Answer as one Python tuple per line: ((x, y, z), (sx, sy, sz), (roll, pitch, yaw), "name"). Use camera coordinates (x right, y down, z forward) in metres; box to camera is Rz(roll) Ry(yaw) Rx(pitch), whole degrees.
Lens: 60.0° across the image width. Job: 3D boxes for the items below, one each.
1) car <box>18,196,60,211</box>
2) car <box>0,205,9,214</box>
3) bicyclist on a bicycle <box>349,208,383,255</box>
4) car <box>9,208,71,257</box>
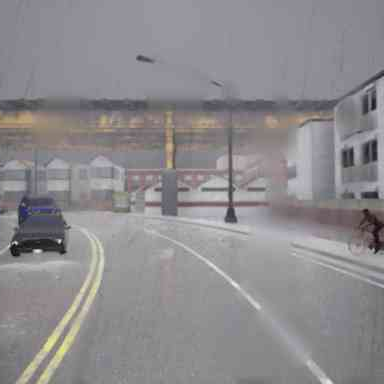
((-10.603, 1.309, 23.082), (2.150, 2.045, 5.566), (1, 0, -34), "car")
((-25.172, 2.107, 41.319), (5.357, 1.411, 2.033), (-2, -2, 27), "car")
((6.138, 1.377, 11.497), (1.656, 1.620, 0.582), (0, -1, -12), "bicyclist on a bicycle")
((-6.057, 1.608, 13.721), (2.033, 1.411, 5.357), (0, 0, -19), "car")
